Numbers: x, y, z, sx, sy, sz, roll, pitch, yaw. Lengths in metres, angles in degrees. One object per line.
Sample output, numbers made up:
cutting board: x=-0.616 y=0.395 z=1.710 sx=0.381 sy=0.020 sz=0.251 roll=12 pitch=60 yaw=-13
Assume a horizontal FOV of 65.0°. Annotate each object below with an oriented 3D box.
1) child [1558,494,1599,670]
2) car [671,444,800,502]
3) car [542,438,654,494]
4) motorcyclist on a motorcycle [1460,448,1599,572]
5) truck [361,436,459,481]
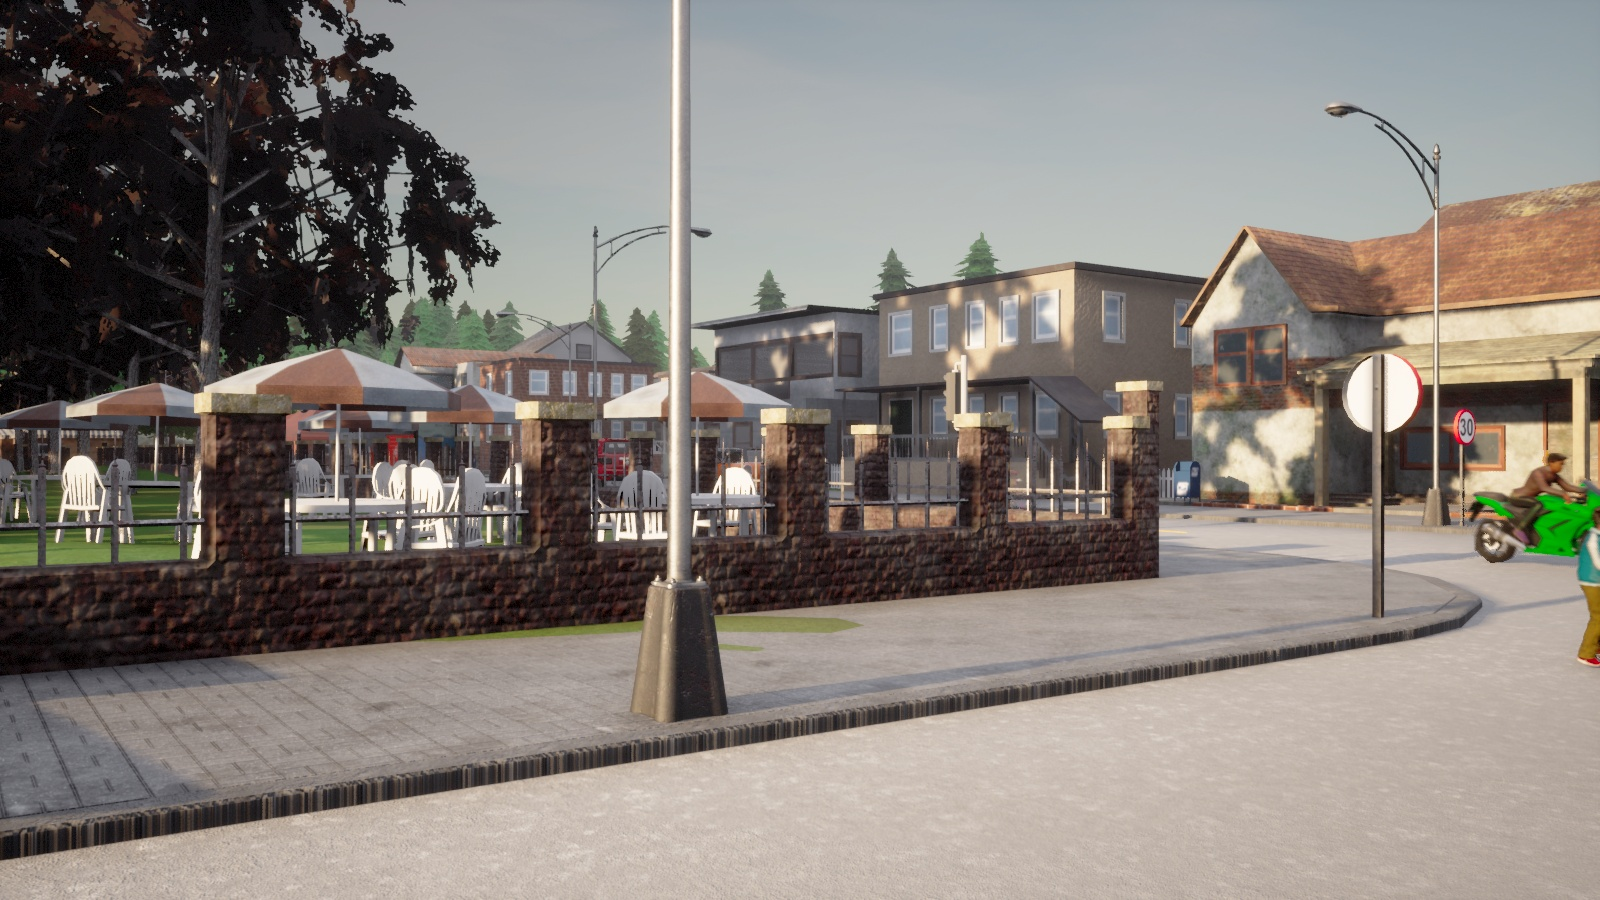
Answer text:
child: x=5.540 y=0.907 z=8.717 sx=0.448 sy=1.192 sz=0.343 roll=0 pitch=0 yaw=35
car: x=-2.155 y=0.708 z=40.806 sx=2.097 sy=1.767 sz=4.553 roll=0 pitch=0 yaw=-35
car: x=-7.976 y=0.601 z=49.126 sx=2.150 sy=2.045 sz=5.566 roll=0 pitch=0 yaw=-35
motorcyclist on a motorcycle: x=9.883 y=0.746 z=16.452 sx=0.797 sy=1.523 sz=2.044 roll=-2 pitch=1 yaw=-30
truck: x=-22.327 y=0.474 z=71.796 sx=5.204 sy=2.467 sz=2.627 roll=-1 pitch=0 yaw=35
